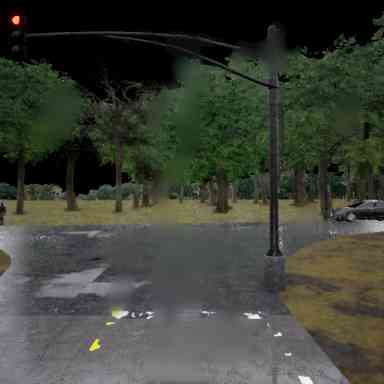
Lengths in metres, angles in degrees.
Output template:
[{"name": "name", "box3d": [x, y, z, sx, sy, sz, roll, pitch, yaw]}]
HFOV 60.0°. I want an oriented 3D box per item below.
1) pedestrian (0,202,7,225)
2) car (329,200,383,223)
[{"name": "pedestrian", "box3d": [-15.235, 1.718, 26.785, 0.375, 1.860, 0.375, 0, -1, 0]}, {"name": "car", "box3d": [12.051, 1.346, 23.000, 4.892, 1.490, 1.837, -1, -2, 0]}]
